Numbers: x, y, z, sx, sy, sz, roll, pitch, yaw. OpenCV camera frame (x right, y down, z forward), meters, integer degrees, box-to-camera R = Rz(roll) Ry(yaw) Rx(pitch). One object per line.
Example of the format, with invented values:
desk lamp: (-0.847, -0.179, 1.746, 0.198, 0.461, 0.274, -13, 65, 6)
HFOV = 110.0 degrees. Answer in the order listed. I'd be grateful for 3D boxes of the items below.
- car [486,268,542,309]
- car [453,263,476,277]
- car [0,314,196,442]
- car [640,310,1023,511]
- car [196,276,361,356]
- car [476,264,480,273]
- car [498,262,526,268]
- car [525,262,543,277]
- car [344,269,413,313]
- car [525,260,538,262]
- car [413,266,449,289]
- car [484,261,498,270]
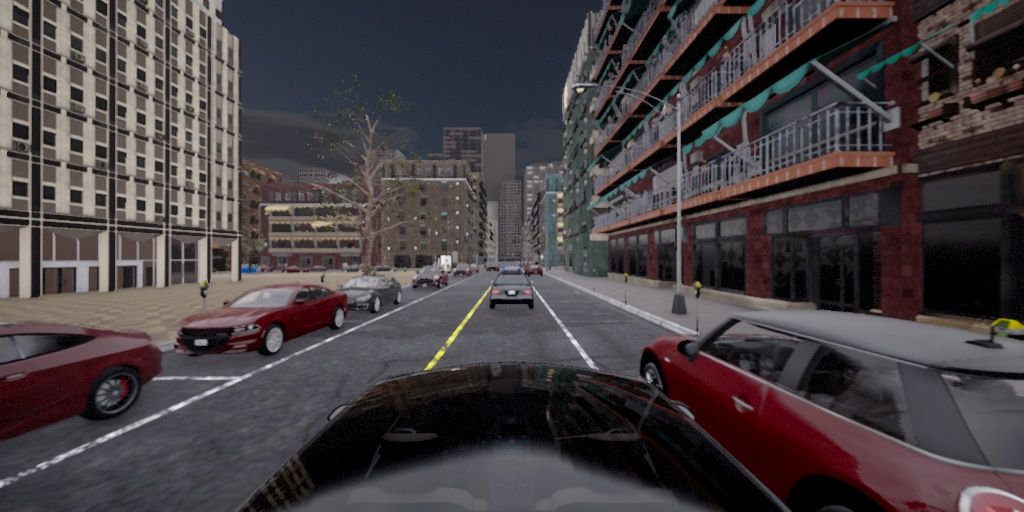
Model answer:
car: (-0.008, 1.429, 15.834, 2.033, 1.411, 5.357, 0, -1, 0)
car: (-5.718, 1.574, 41.976, 1.967, 1.591, 4.097, 0, 0, 0)
car: (-5.692, 1.347, 3.286, 1.802, 1.307, 4.207, 0, 0, 0)
car: (2.688, 1.204, 3.291, 1.967, 1.591, 4.097, 0, 0, 0)
car: (-5.696, 1.361, 8.813, 1.888, 1.381, 4.507, 0, 0, 0)
car: (-5.726, 1.827, 53.032, 1.802, 1.307, 4.207, 0, 0, 0)
car: (-0.014, 1.507, 31.327, 1.882, 1.535, 5.008, 0, 0, 0)
car: (2.663, 1.679, 41.981, 1.888, 1.381, 4.507, 0, 0, 0)
car: (-5.700, 1.418, 14.340, 2.007, 1.370, 4.403, 0, 0, 0)
car: (2.659, 1.504, 47.509, 2.192, 1.841, 5.009, 0, 0, 0)
car: (-5.707, 1.412, 25.395, 1.967, 1.591, 4.097, 0, 0, 0)
car: (-3.039, 1.639, 57.500, 2.097, 1.767, 4.553, 0, 0, 0)
